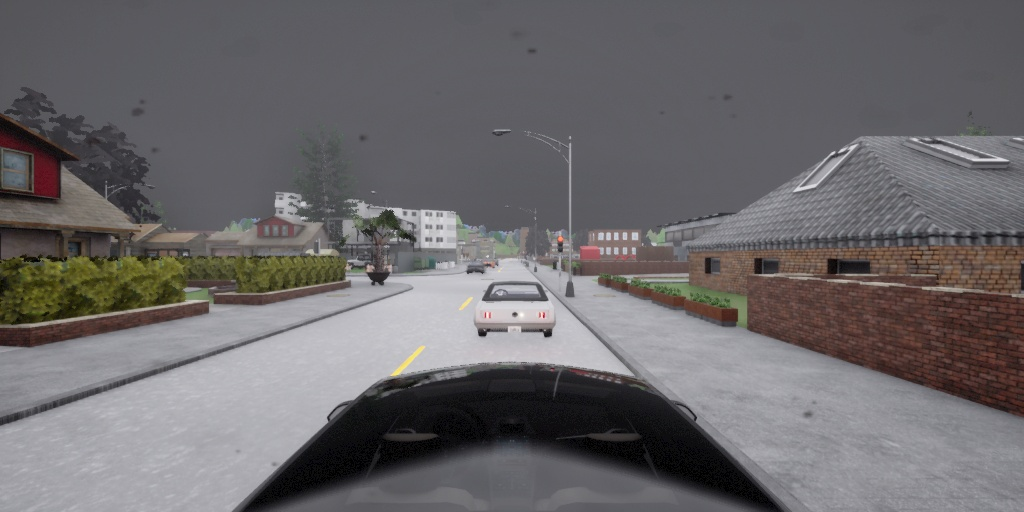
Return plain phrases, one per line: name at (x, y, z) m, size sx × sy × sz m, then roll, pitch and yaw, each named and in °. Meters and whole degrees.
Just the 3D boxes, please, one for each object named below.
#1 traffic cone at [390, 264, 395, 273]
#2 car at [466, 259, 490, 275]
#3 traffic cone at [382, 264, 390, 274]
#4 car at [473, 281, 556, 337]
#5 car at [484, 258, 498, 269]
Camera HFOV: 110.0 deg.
traffic cone at (-15.152, 1.558, 44.755) m, size 0.344 × 0.586 × 0.344 m, roll 0°, pitch 0°, yaw 0°
car at (-3.891, 1.298, 39.658) m, size 2.033 × 1.411 × 5.357 m, roll 0°, pitch 0°, yaw 0°
traffic cone at (-15.516, 1.561, 44.187) m, size 0.344 × 0.586 × 0.344 m, roll 0°, pitch 0°, yaw 0°
car at (0.098, 1.351, 10.234) m, size 1.895 × 1.301 × 4.718 m, roll 0°, pitch 0°, yaw 1°
car at (-3.785, 1.101, 56.667) m, size 2.097 × 1.767 × 4.553 m, roll 0°, pitch 0°, yaw 0°
